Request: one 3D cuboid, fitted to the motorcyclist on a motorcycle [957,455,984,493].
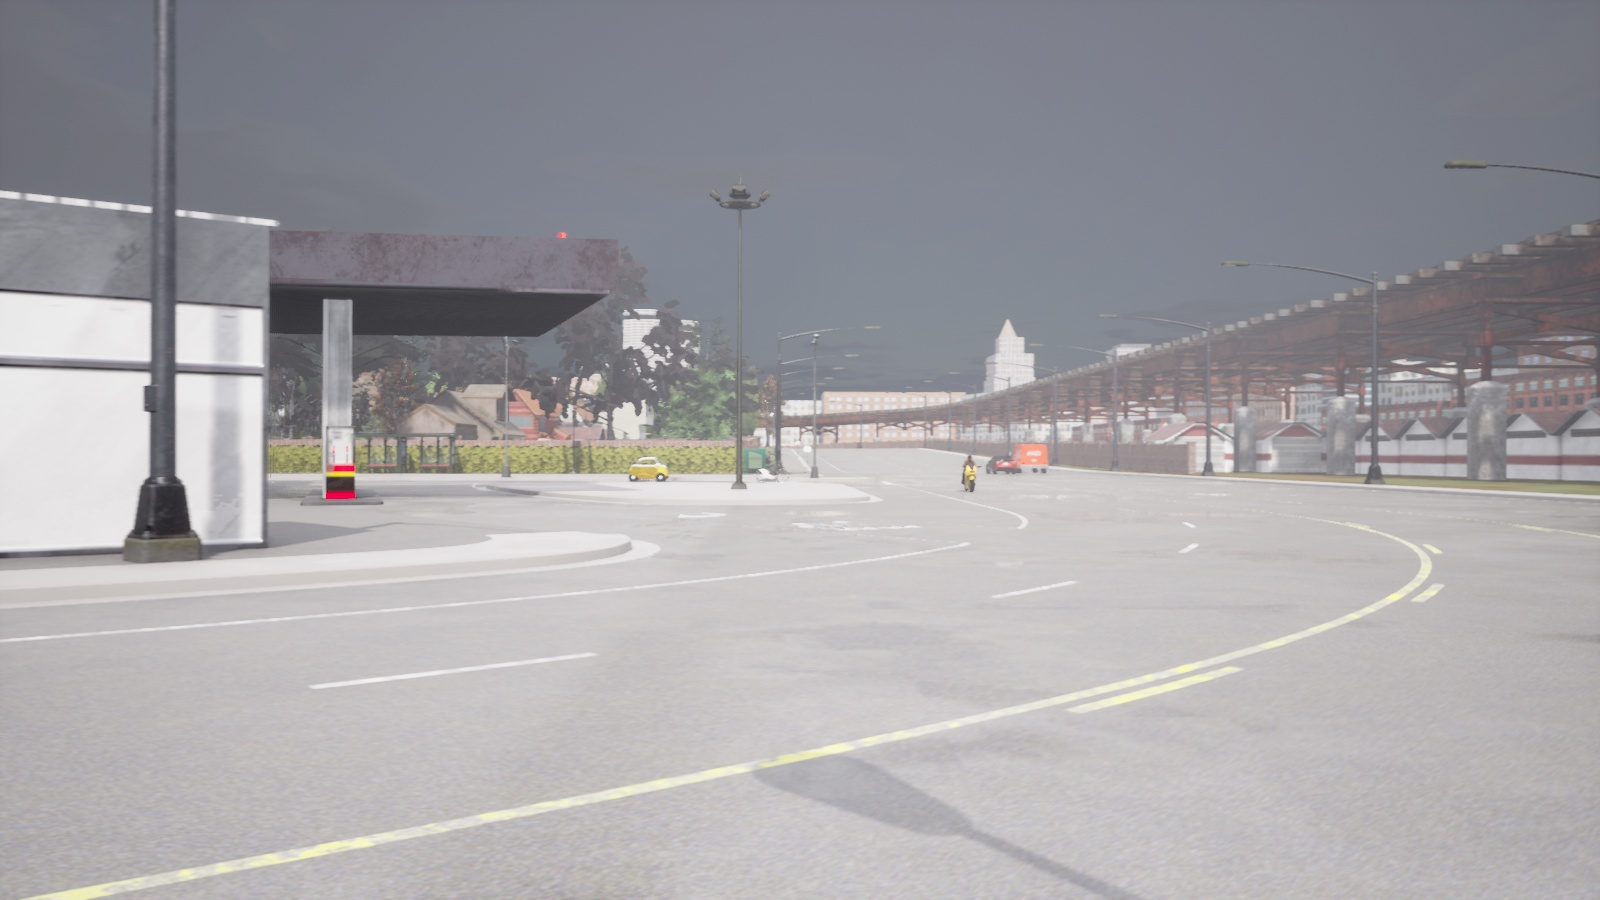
[{"bbox_3d":[6.919,0.946,50.992,0.797,1.523,2.044,0,0,-1],"label":"motorcyclist on a motorcycle"}]

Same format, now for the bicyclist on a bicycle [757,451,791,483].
[{"bbox_3d":[-1.434,0.929,69.716,1.843,1.776,0.659,0,0,-1],"label":"bicyclist on a bicycle"}]

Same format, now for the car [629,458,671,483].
[{"bbox_3d":[-8.291,1.121,69.559,2.207,1.376,1.481,0,0,-1],"label":"car"}]
